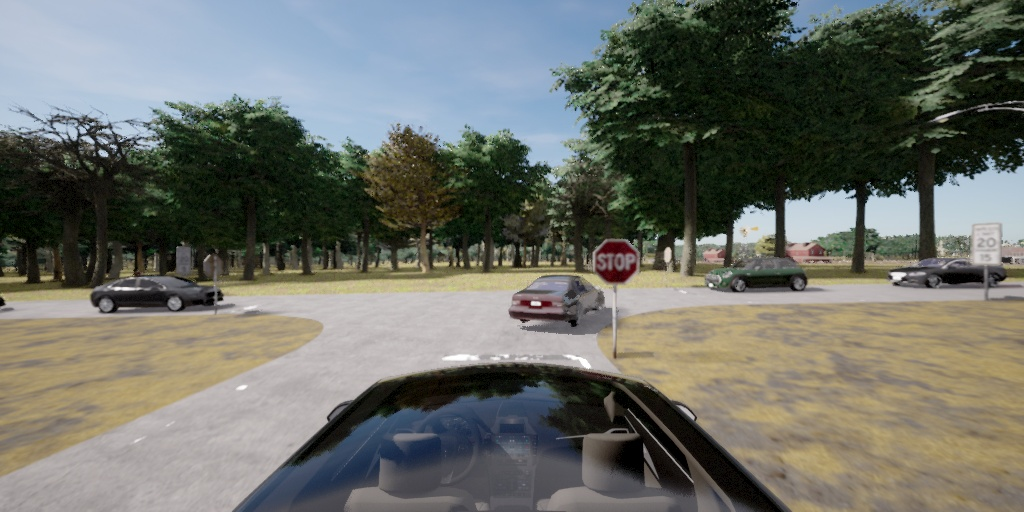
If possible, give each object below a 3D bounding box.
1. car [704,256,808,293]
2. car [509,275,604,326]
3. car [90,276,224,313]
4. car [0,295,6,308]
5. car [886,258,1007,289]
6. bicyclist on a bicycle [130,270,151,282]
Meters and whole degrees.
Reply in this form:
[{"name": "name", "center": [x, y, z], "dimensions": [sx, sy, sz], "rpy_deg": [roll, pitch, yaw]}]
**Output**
[{"name": "car", "center": [12.589, 0.897, 18.731], "dimensions": [4.553, 1.767, 2.097], "rpy_deg": [-1, 0, -1]}, {"name": "car", "center": [1.714, 1.338, 12.048], "dimensions": [2.033, 1.411, 5.357], "rpy_deg": [-1, 0, 25]}, {"name": "car", "center": [-15.589, 1.626, 15.889], "dimensions": [4.892, 1.490, 1.837], "rpy_deg": [-1, 0, 0]}, {"name": "car", "center": [-25.577, 1.913, 15.906], "dimensions": [4.181, 1.385, 1.994], "rpy_deg": [-1, 0, 0]}, {"name": "car", "center": [22.608, 0.858, 18.775], "dimensions": [4.902, 1.511, 2.128], "rpy_deg": [-1, 0, 0]}, {"name": "bicyclist on a bicycle", "center": [-22.621, 1.703, 21.873], "dimensions": [0.582, 1.620, 1.656], "rpy_deg": [-1, 0, 0]}]
